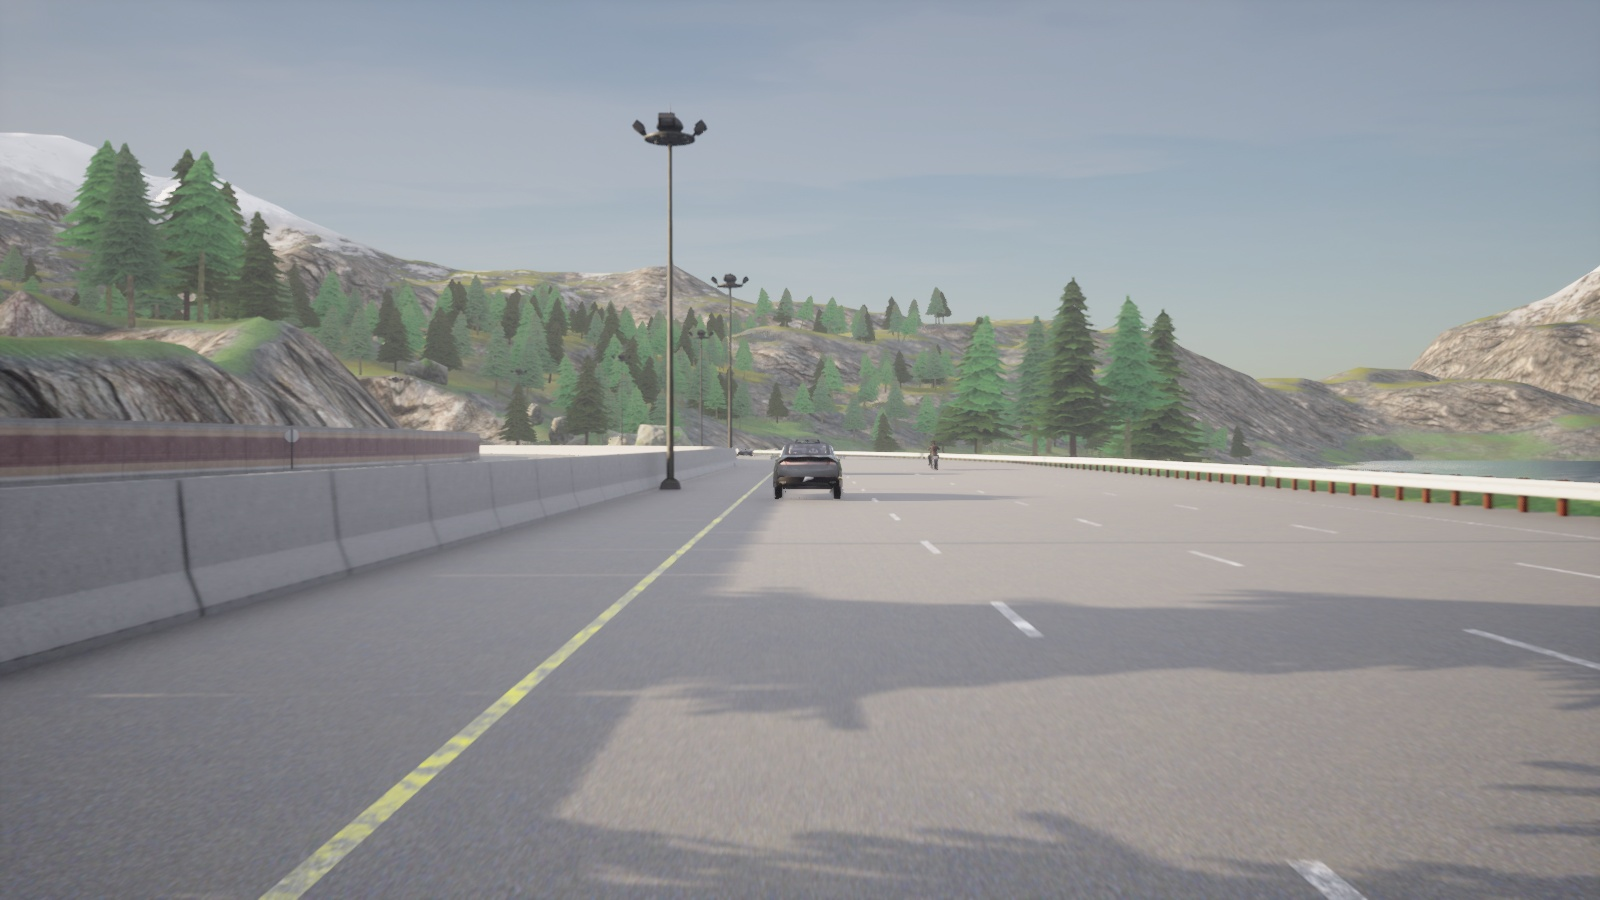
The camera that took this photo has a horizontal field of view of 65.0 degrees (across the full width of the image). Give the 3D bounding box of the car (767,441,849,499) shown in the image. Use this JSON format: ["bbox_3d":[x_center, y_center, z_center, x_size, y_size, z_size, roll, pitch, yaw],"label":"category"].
[{"bbox_3d":[0.218,0.507,35.197,2.128,1.511,4.902,0,0,0],"label":"car"}]

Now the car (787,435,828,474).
[{"bbox_3d":[0.370,0.219,61.832,1.932,1.855,4.605,0,0,0],"label":"car"}]
